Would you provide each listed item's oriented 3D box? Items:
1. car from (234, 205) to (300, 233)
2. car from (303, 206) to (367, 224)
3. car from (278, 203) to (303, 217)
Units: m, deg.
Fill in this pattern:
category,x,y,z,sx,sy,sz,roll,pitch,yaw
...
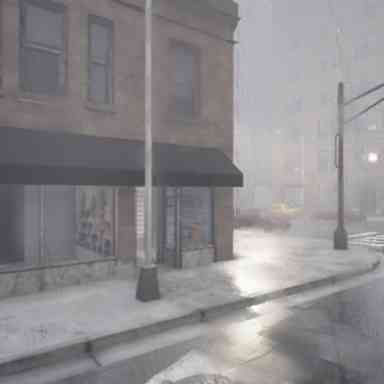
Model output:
category,x,y,z,sx,sy,sz,roll,pitch,yaw
car,4.129,1.665,20.429,1.802,1.307,4.206,-1,0,-35
car,11.070,1.683,25.379,1.802,1.307,4.206,-1,0,-35
car,7.755,1.696,30.057,1.752,1.417,4.829,-1,0,-35
